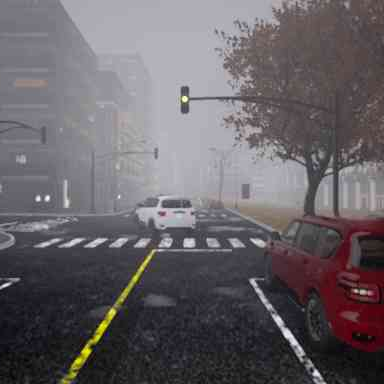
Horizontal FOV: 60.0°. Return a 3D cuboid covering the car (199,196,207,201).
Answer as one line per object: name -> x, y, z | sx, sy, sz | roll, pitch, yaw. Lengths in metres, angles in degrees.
car -> 2.905, 1.663, 88.310 | 1.887, 1.381, 4.507 | 0, 0, 0

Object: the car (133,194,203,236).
car -> -1.676, 1.234, 18.754 | 2.150, 2.045, 5.566 | 1, 0, -23

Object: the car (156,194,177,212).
car -> -2.994, 1.254, 40.280 | 2.150, 2.045, 5.566 | 0, 0, 0

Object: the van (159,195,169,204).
van -> -5.529, 1.416, 66.200 | 1.690, 1.788, 3.998 | 0, 0, 0

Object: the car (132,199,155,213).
car -> -5.596, 1.581, 38.536 | 2.008, 1.369, 4.403 | 0, 0, 0

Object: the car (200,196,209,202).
car -> 2.878, 1.620, 77.415 | 1.752, 1.417, 4.829 | 0, 0, 0

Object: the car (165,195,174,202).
car -> -5.489, 1.546, 82.798 | 1.967, 1.590, 4.097 | 0, 0, 0

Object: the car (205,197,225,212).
car -> 2.784, 1.575, 38.516 | 1.887, 1.381, 4.507 | 0, 0, 0

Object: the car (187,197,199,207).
car -> 0.213, 1.576, 52.341 | 1.812, 1.442, 4.674 | 0, 0, 0

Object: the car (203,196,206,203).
car -> 2.811, 1.572, 49.751 | 1.752, 1.417, 4.829 | 0, 0, 0

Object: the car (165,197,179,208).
car -> -2.956, 1.554, 51.238 | 1.837, 1.490, 4.892 | 0, 0, 0

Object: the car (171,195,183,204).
car -> -2.880, 1.424, 64.926 | 2.097, 1.767, 4.553 | 0, 0, 1

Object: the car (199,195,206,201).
car -> 2.918, 1.682, 93.842 | 2.008, 1.369, 4.403 | 0, 0, 0

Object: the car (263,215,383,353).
car -> 2.707, 1.318, 6.128 | 2.192, 1.841, 5.009 | 0, 0, 0

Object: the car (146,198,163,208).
car -> -5.569, 1.597, 49.602 | 2.008, 1.369, 4.403 | 0, 0, 0
